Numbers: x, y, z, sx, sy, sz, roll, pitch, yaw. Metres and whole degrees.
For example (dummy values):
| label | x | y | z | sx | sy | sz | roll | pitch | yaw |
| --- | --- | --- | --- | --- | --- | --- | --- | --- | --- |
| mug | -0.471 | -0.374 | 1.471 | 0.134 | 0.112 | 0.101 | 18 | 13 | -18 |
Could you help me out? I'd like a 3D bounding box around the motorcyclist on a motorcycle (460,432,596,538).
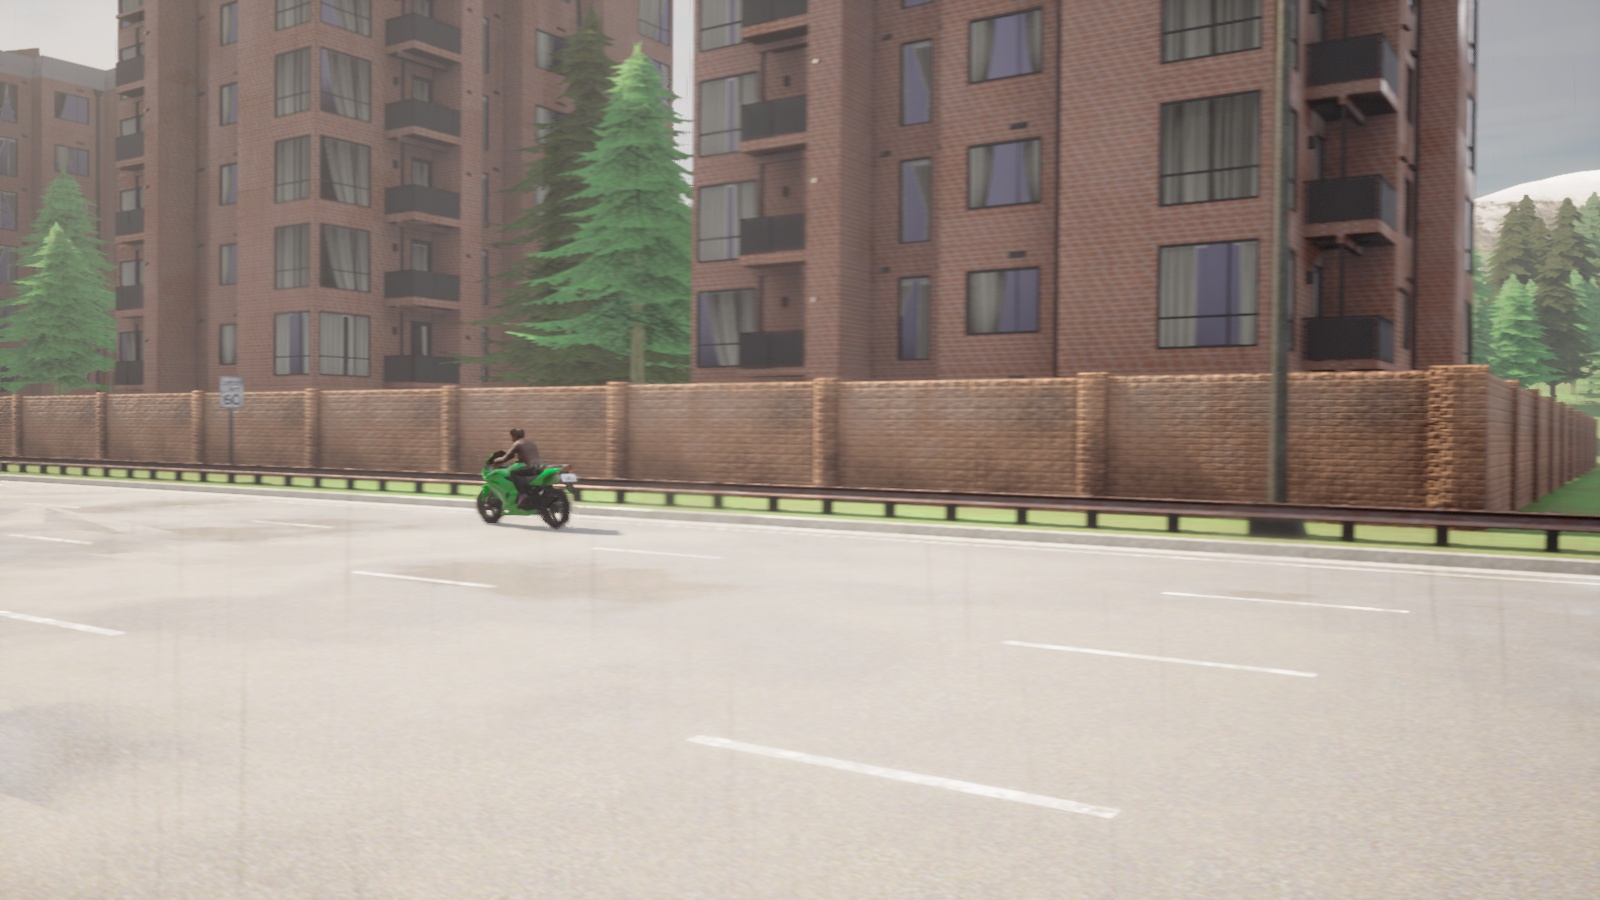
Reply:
| label | x | y | z | sx | sy | sz | roll | pitch | yaw |
| --- | --- | --- | --- | --- | --- | --- | --- | --- | --- |
| motorcyclist on a motorcycle | -4.124 | 0.493 | 18.967 | 2.044 | 1.523 | 0.797 | 0 | 1 | 34 |
